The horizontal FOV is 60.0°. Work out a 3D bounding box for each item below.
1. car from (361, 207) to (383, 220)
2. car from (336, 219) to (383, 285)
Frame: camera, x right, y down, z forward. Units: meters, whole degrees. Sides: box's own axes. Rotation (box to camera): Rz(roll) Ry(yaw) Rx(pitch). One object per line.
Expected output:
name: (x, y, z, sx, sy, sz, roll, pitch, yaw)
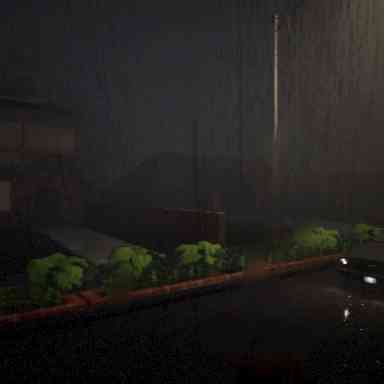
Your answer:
car: (14.628, 1.561, 22.687, 5.357, 1.415, 2.033, 0, 0, 14)
car: (6.158, 1.590, 8.998, 5.357, 1.411, 2.033, 0, 0, -35)
